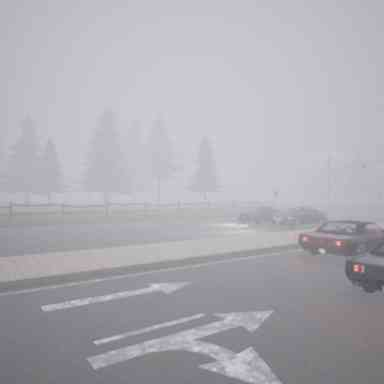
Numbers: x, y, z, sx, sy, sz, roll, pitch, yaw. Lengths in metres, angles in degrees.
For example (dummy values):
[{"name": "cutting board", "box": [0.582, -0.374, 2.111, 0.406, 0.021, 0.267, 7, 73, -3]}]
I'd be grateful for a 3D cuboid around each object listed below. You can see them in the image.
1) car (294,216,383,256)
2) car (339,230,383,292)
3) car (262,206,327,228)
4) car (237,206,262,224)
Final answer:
[{"name": "car", "box": [6.225, 1.735, 12.630, 4.718, 1.301, 1.895, 1, 0, -36]}, {"name": "car", "box": [5.764, 1.700, 7.962, 4.718, 1.301, 1.895, 1, 0, -36]}, {"name": "car", "box": [7.689, 1.749, 23.727, 4.902, 1.511, 2.128, 1, 0, -36]}, {"name": "car", "box": [5.594, 1.798, 26.532, 4.181, 1.385, 1.994, 1, -1, -36]}]
